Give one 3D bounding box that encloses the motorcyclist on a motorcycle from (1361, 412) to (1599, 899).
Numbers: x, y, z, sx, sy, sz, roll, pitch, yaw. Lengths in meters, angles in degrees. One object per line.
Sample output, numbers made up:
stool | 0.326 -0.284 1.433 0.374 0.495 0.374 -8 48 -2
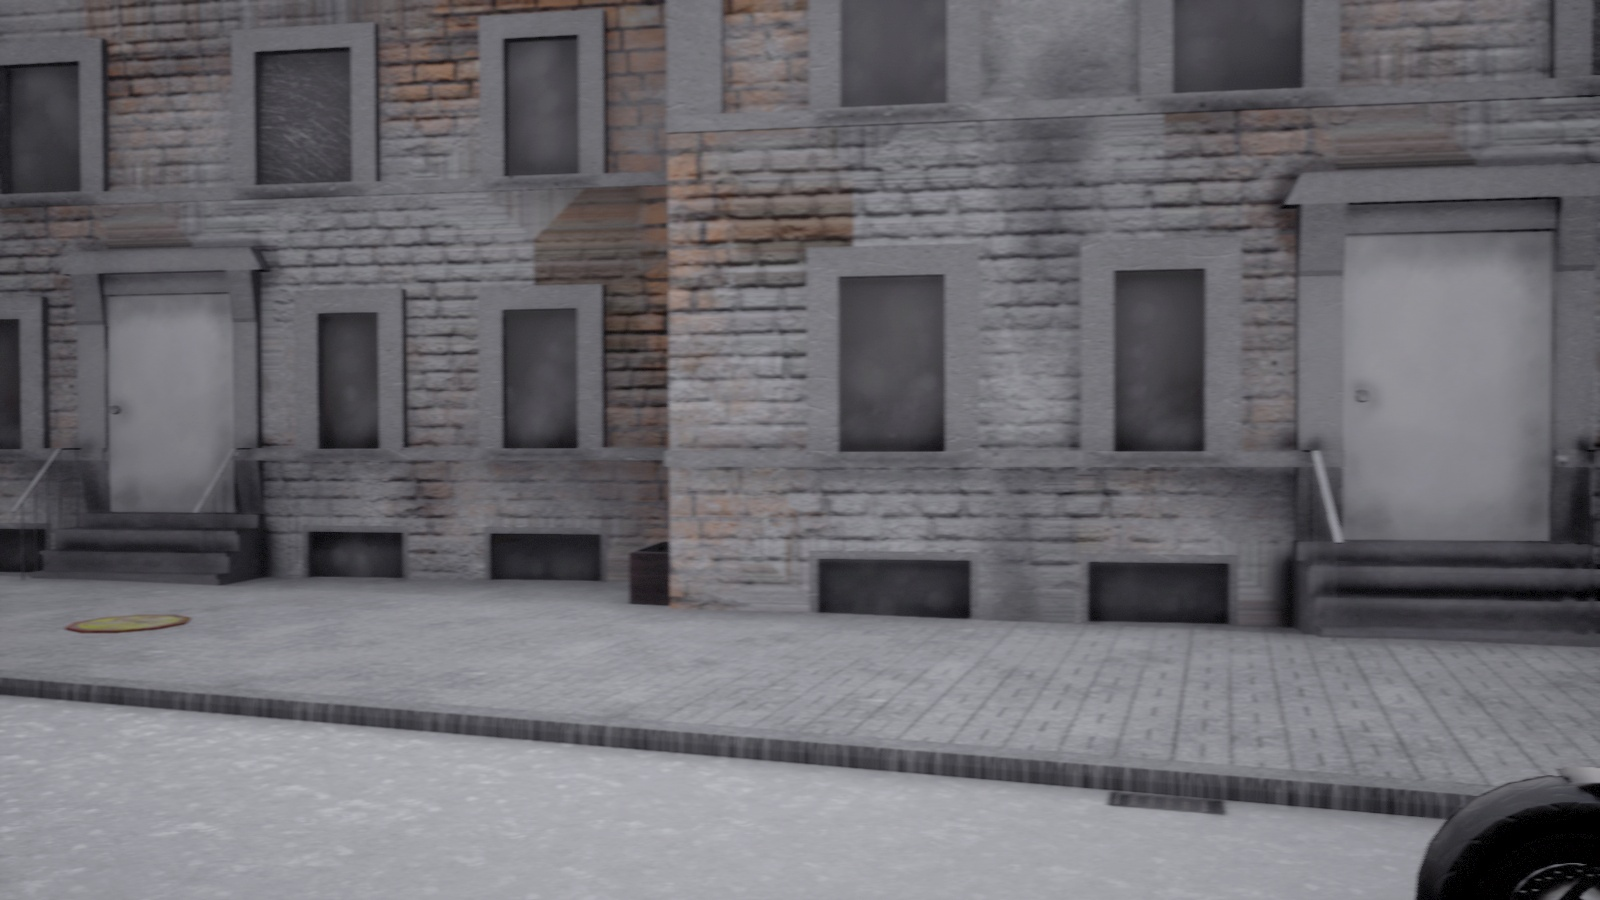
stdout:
motorcyclist on a motorcycle | 2.596 0.741 2.846 2.350 1.649 0.766 0 1 19
